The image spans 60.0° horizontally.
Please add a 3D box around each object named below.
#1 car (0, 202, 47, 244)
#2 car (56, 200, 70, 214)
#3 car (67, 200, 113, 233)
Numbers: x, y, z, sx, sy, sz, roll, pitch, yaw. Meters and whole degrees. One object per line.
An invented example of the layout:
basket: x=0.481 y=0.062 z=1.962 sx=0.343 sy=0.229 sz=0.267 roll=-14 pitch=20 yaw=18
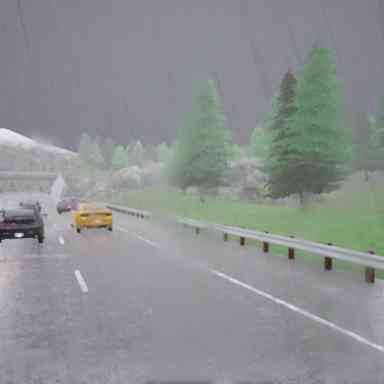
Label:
car: x=-7.958 y=1.454 z=15.541 sx=1.837 sy=1.490 sz=4.892 roll=0 pitch=0 yaw=-25
car: x=-12.856 y=1.461 z=34.401 sx=1.994 sy=1.385 sz=4.181 roll=0 pitch=0 yaw=-25
car: x=-5.995 y=1.424 z=19.629 sx=1.882 sy=1.535 sz=5.008 roll=0 pitch=-1 yaw=-25
